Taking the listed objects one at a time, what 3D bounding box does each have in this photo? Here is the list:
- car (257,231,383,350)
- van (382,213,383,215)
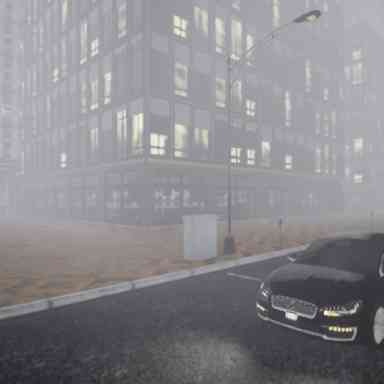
[{"bbox_3d":[3.234,1.596,6.568,4.892,1.490,1.837,1,-1,-43],"label":"car"},{"bbox_3d":[11.836,1.569,18.141,3.998,1.788,1.690,1,-1,-43],"label":"van"}]
